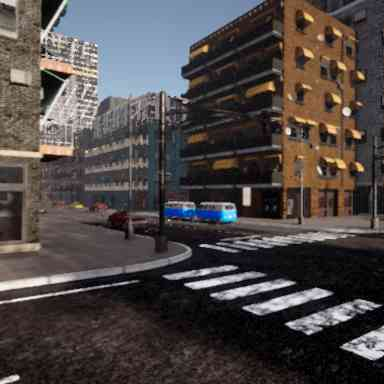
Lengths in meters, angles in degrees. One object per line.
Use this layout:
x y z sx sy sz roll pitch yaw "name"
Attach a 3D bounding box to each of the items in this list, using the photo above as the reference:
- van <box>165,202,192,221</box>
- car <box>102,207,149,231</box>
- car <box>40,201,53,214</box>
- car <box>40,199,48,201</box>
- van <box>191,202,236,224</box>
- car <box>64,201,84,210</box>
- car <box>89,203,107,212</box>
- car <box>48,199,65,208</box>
-1.260 1.886 33.470 1.690 1.788 3.998 0 -1 -36 "van"
-4.686 1.990 24.036 1.802 1.307 4.206 0 -1 -36 "car"
-21.266 2.354 46.611 1.802 1.307 4.206 0 -1 -36 "car"
-34.418 2.590 78.618 2.192 1.841 5.009 0 -1 -36 "car"
2.056 1.813 28.954 1.690 1.788 3.998 0 -1 -36 "van"
-21.253 2.510 60.695 1.752 1.417 4.829 0 -1 -36 "car"
-14.520 2.418 51.528 1.802 1.307 4.206 0 -1 -36 "car"
-27.787 2.444 69.589 2.192 1.841 5.009 0 -1 -36 "car"
